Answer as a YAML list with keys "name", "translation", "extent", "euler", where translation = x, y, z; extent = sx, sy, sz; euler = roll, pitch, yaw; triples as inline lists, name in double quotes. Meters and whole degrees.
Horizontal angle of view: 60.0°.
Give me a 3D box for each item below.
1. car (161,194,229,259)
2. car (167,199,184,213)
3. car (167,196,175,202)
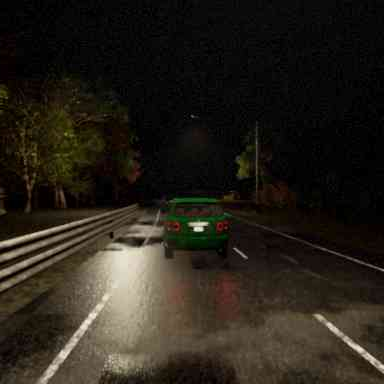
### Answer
- name: "car"
  translation: [0.002, 1.252, 12.999]
  extent: [2.150, 2.045, 5.566]
  euler: [0, 0, -4]
- name: "car"
  translation: [-1.993, 1.593, 38.895]
  extent: [1.837, 1.490, 4.892]
  euler: [0, 0, -4]
- name: "car"
  translation: [-5.186, 1.656, 80.244]
  extent: [1.837, 1.490, 4.892]
  euler: [0, 0, -4]
